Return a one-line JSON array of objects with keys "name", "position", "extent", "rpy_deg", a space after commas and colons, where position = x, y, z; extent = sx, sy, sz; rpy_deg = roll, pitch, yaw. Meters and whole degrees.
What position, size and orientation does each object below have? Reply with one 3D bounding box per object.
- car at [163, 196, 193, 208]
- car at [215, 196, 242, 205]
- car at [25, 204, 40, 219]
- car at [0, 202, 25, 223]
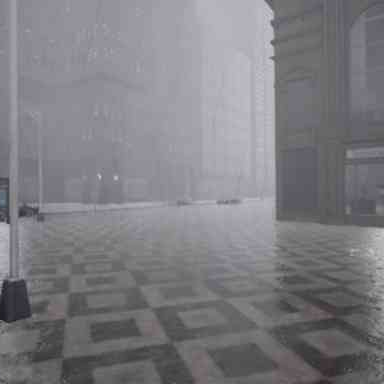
[{"name": "car", "position": [-1.774, 1.218, 42.989], "extent": [2.128, 1.511, 4.902], "rpy_deg": [-1, 0, 36]}, {"name": "car", "position": [5.324, 1.246, 47.546], "extent": [1.895, 1.301, 4.718], "rpy_deg": [-1, 0, 36]}, {"name": "car", "position": [-14.205, 1.459, 25.546], "extent": [1.895, 1.301, 4.718], "rpy_deg": [-1, 0, 35]}, {"name": "car", "position": [-13.349, 1.407, 21.115], "extent": [1.994, 1.385, 4.181], "rpy_deg": [-1, 0, 34]}]
